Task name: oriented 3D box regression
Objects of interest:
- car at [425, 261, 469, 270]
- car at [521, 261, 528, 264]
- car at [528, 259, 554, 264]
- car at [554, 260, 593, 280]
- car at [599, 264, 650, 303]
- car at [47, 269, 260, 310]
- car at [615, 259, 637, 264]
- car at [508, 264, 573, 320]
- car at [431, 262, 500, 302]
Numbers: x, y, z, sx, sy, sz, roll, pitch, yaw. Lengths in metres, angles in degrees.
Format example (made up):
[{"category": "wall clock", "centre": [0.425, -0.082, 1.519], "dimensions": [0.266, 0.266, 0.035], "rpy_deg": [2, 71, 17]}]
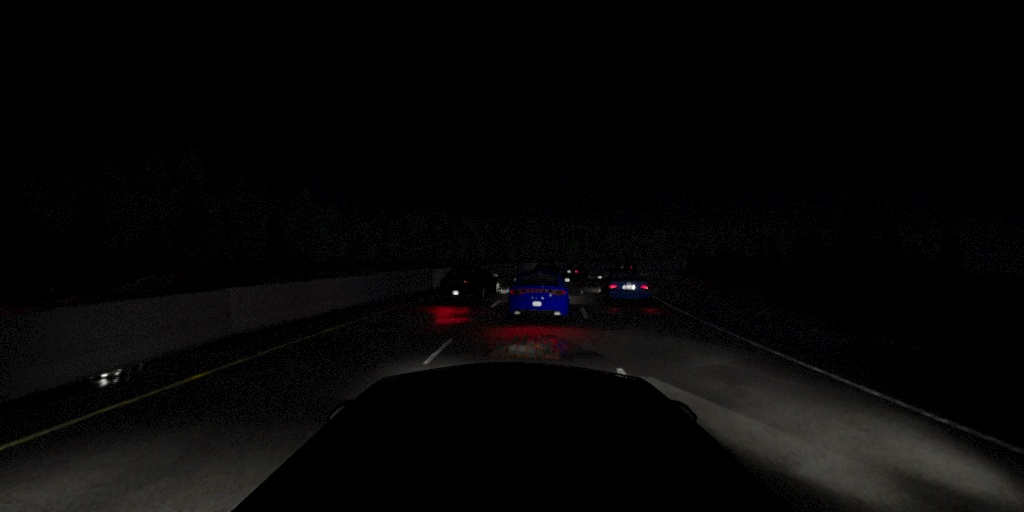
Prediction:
[{"category": "car", "centre": [-7.019, 1.262, 37.938], "dimensions": [2.033, 1.411, 5.357], "rpy_deg": [0, 0, 21]}, {"category": "car", "centre": [2.689, 1.233, 49.995], "dimensions": [2.128, 1.511, 4.902], "rpy_deg": [0, 0, 30]}, {"category": "car", "centre": [3.430, 1.248, 35.207], "dimensions": [1.812, 1.442, 4.674], "rpy_deg": [0, 0, 22]}, {"category": "car", "centre": [5.332, 1.272, 30.561], "dimensions": [2.033, 1.411, 5.357], "rpy_deg": [0, 0, 20]}, {"category": "car", "centre": [5.176, 1.289, 16.858], "dimensions": [2.033, 1.411, 5.357], "rpy_deg": [0, 0, 11]}, {"category": "car", "centre": [-9.970, 1.181, 10.602], "dimensions": [1.882, 1.535, 5.008], "rpy_deg": [0, 0, 6]}, {"category": "car", "centre": [11.328, 1.077, 35.808], "dimensions": [2.097, 1.767, 4.553], "rpy_deg": [0, 0, 24]}, {"category": "car", "centre": [1.027, 1.215, 12.742], "dimensions": [1.882, 1.535, 5.008], "rpy_deg": [0, 0, 7]}, {"category": "car", "centre": [-1.850, 1.229, 16.844], "dimensions": [1.837, 1.490, 4.892], "rpy_deg": [0, 0, 10]}]
